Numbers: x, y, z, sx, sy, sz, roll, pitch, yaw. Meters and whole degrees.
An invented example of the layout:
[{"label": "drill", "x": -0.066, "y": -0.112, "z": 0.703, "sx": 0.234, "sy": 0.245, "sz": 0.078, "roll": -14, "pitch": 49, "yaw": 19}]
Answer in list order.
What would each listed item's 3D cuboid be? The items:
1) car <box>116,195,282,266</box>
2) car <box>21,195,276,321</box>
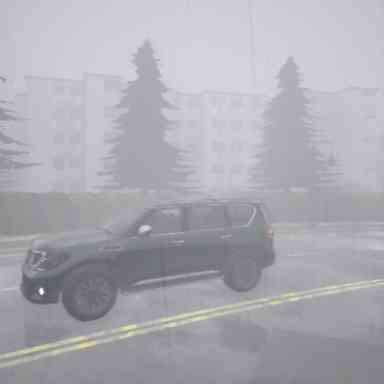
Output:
[{"label": "car", "x": 0.306, "y": 1.134, "z": 11.846, "sx": 5.566, "sy": 2.045, "sz": 2.150, "roll": 0, "pitch": 0, "yaw": -26}, {"label": "car", "x": -0.673, "y": 1.161, "z": 7.395, "sx": 5.566, "sy": 2.045, "sz": 2.150, "roll": 0, "pitch": 0, "yaw": -29}]
